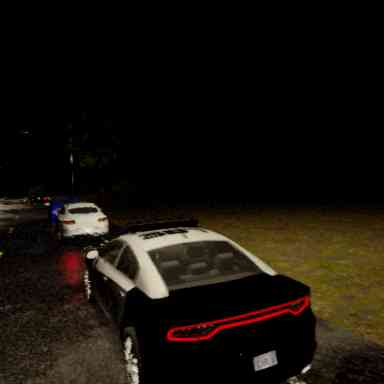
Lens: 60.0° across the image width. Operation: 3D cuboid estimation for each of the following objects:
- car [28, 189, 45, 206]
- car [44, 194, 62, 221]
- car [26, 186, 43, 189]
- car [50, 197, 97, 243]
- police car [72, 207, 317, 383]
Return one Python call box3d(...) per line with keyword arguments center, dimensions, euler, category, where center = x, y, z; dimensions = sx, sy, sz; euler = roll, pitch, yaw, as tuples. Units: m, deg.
box3d(center=(-17.692, 0.754, 38.484), dimensions=(2.033, 1.411, 5.357), euler=(-3, 2, -25), category="car")
box3d(center=(-7.409, 1.017, 19.547), dimensions=(1.882, 1.535, 5.008), euler=(-3, 2, -26), category="car")
box3d(center=(-25.076, 0.122, 53.653), dimensions=(2.150, 2.045, 5.566), euler=(-3, 2, -26), category="car")
box3d(center=(-4.794, 1.168, 14.148), dimensions=(1.812, 1.442, 4.674), euler=(-3, 2, -26), category="car")
box3d(center=(-0.491, 1.233, 5.243), dimensions=(1.930, 1.638, 5.238), euler=(-3, 2, -26), category="police car")
